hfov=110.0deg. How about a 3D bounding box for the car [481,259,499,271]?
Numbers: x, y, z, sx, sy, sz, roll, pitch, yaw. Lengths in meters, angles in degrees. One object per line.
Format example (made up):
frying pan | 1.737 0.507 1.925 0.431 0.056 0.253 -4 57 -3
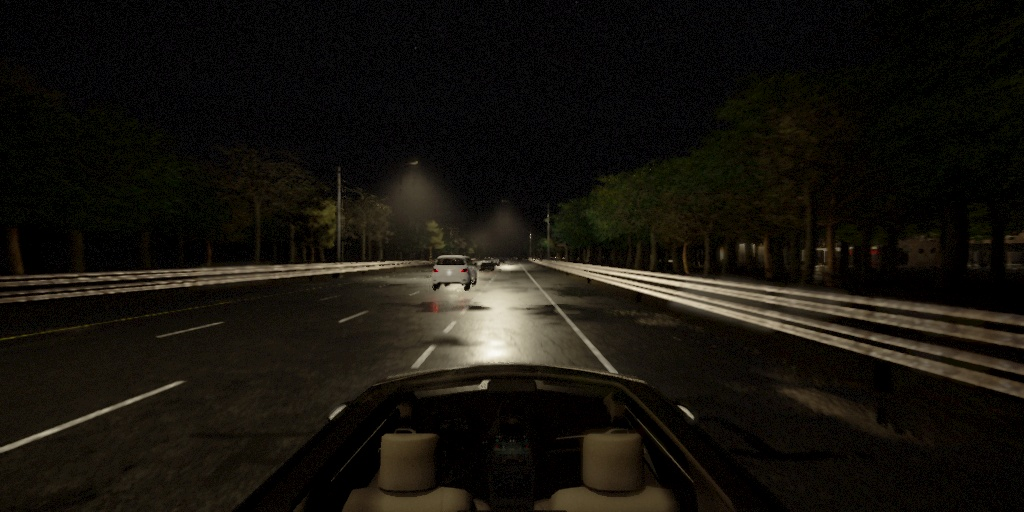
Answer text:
car | -3.375 1.291 50.609 2.128 1.511 4.902 0 0 0

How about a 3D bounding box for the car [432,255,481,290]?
car | -3.478 0.989 22.590 2.150 2.045 5.566 0 0 0
